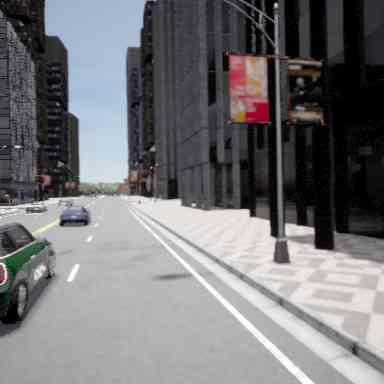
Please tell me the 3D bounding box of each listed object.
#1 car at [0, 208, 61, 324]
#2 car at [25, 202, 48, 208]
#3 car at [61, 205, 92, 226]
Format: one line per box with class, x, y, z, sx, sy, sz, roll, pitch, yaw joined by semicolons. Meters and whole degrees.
car;-4.402;1.432;7.230;2.097;1.767;4.553;-1;0;-14
car;-19.576;1.920;42.021;1.895;1.301;4.718;-1;0;-13
car;-8.695;1.695;25.079;1.994;1.385;4.181;-1;0;-14
